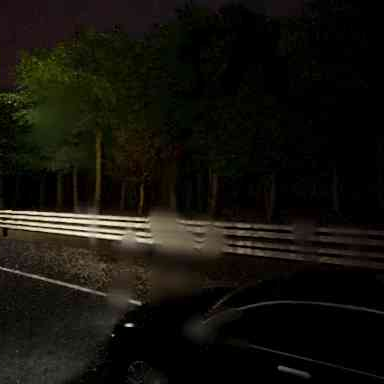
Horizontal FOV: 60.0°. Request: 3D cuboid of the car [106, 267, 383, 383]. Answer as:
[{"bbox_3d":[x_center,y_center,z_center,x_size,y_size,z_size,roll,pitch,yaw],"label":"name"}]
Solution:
[{"bbox_3d":[1.270,1.507,3.074,4.892,1.490,1.837,0,0,35],"label":"car"}]
